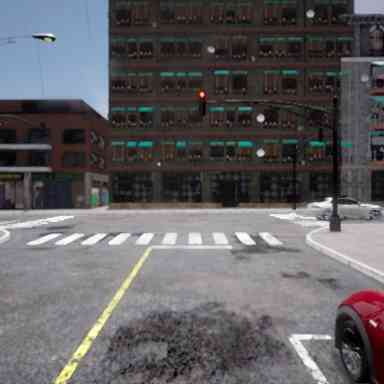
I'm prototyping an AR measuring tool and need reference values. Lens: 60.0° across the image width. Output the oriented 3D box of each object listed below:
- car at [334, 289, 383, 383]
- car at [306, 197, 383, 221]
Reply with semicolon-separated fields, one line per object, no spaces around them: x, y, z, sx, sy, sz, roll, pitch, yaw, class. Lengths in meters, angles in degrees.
2.748;1.395;2.581;1.967;1.590;4.097;1;1;0;car
9.715;1.045;21.286;4.674;1.442;1.812;0;0;1;car
